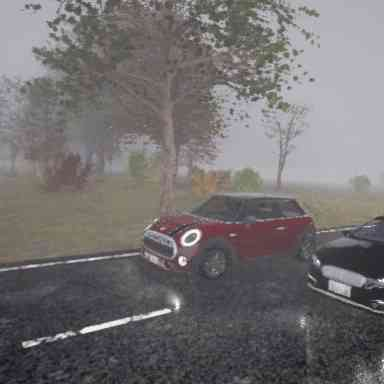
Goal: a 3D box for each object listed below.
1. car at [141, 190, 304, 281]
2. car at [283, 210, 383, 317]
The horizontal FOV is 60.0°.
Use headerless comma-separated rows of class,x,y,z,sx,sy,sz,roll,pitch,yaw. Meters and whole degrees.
car,1.060,0.824,8.280,4.553,1.767,2.097,0,5,-35
car,4.349,1.255,6.655,4.902,1.511,2.128,0,5,-35
